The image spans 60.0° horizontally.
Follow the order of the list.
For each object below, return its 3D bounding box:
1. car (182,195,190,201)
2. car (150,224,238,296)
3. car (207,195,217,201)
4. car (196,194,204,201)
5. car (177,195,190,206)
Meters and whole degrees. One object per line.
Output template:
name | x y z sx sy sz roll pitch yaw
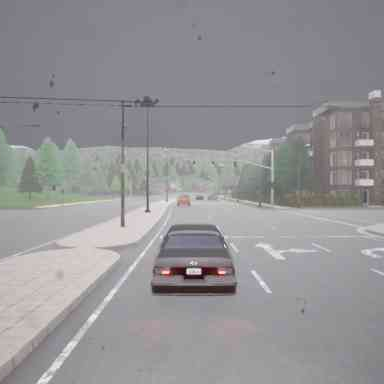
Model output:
car | -1.517 1.522 85.368 1.812 1.442 4.674 0 0 0
car | 0.043 1.547 8.798 2.033 1.411 5.357 0 0 0
car | 5.483 1.538 85.414 2.033 1.411 5.357 0 0 0
car | 1.983 1.476 85.406 1.882 1.535 5.008 0 0 0
car | -1.354 1.351 54.543 2.097 1.767 4.553 0 0 -1
